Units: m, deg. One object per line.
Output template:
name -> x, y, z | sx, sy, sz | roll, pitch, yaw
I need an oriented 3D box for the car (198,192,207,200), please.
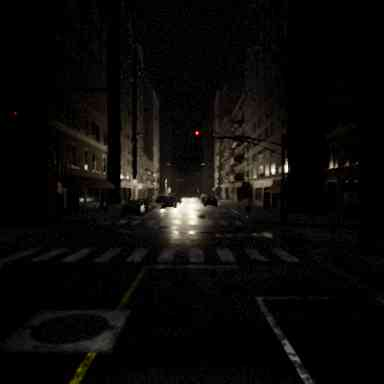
car -> 2.618, 0.980, 85.565 | 2.192, 1.841, 5.009 | 0, 0, 0

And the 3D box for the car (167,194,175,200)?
car -> -5.405, 1.247, 85.567 | 1.802, 1.307, 4.206 | 0, 0, 0

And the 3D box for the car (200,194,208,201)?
car -> 2.622, 1.231, 74.827 | 1.752, 1.417, 4.829 | 0, 0, 0

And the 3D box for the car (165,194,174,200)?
car -> -5.404, 1.211, 79.944 | 1.752, 1.417, 4.829 | 0, 0, 0

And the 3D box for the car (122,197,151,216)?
car -> -5.394, 1.435, 31.029 | 2.008, 1.369, 4.403 | 0, 0, 0

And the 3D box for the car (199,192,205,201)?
car -> 2.626, 1.215, 58.294 | 1.967, 1.590, 4.097 | 0, 0, 0

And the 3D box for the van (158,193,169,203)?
van -> -5.400, 1.093, 63.752 | 1.690, 1.788, 3.998 | 0, 0, 0

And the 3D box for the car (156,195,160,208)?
car -> -5.396, 1.367, 41.767 | 1.752, 1.417, 4.829 | 0, 0, 0

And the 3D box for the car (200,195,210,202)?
car -> 2.623, 1.280, 69.203 | 2.008, 1.369, 4.403 | 0, 0, 0

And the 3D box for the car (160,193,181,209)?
car -> -2.839, 1.316, 42.792 | 1.882, 1.535, 5.008 | 0, 0, 0

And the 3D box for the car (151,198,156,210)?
car -> -5.395, 1.408, 36.484 | 1.887, 1.381, 4.507 | 0, 0, 0

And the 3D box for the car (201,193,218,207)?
car -> 2.628, 1.260, 47.385 | 1.967, 1.590, 4.097 | 0, 0, 0
